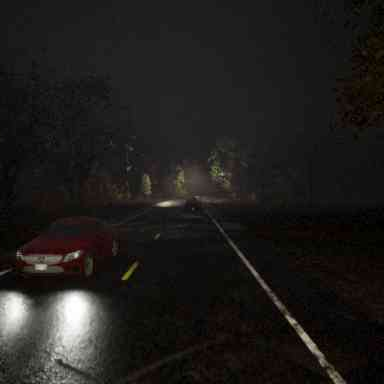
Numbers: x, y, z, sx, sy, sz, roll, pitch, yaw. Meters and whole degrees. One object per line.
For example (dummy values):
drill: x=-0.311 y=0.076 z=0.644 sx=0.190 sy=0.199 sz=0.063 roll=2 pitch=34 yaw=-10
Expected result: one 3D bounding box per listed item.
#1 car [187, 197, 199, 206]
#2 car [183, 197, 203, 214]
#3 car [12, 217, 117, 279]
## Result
car: x=0.149 y=1.579 z=58.899 sx=2.033 sy=1.411 sz=5.357 roll=0 pitch=0 yaw=1
car: x=0.095 y=1.496 z=34.980 sx=1.882 sy=1.535 sz=5.008 roll=0 pitch=0 yaw=0
car: x=-3.561 y=1.531 z=10.215 sx=1.812 sy=1.442 sz=4.674 roll=0 pitch=0 yaw=0
